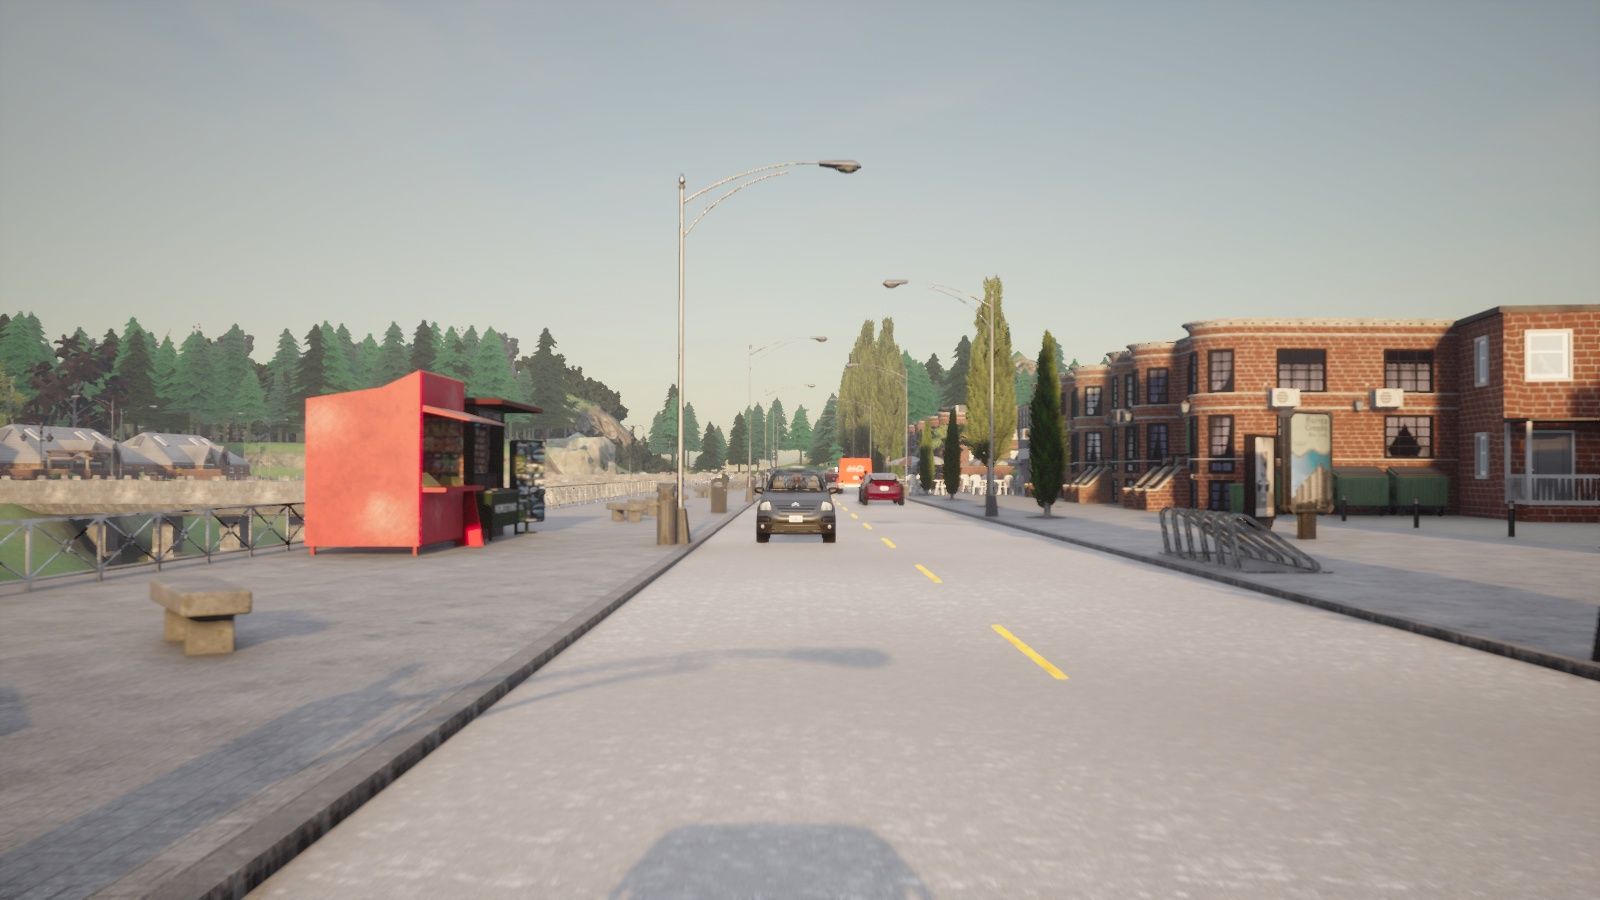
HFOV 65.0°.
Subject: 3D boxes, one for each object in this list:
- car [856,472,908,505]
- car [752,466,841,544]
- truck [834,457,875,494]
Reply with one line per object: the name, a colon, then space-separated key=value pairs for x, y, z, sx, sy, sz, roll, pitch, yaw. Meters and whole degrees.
car: x=3.845 y=1.798 z=59.685 sx=2.163 sy=1.488 sz=4.792 roll=0 pitch=-1 yaw=0
car: x=-0.073 y=1.187 z=28.288 sx=1.851 sy=1.617 sz=3.988 roll=0 pitch=-1 yaw=0
truck: x=3.772 y=1.778 z=87.539 sx=2.627 sy=2.467 sz=5.204 roll=0 pitch=-1 yaw=0
